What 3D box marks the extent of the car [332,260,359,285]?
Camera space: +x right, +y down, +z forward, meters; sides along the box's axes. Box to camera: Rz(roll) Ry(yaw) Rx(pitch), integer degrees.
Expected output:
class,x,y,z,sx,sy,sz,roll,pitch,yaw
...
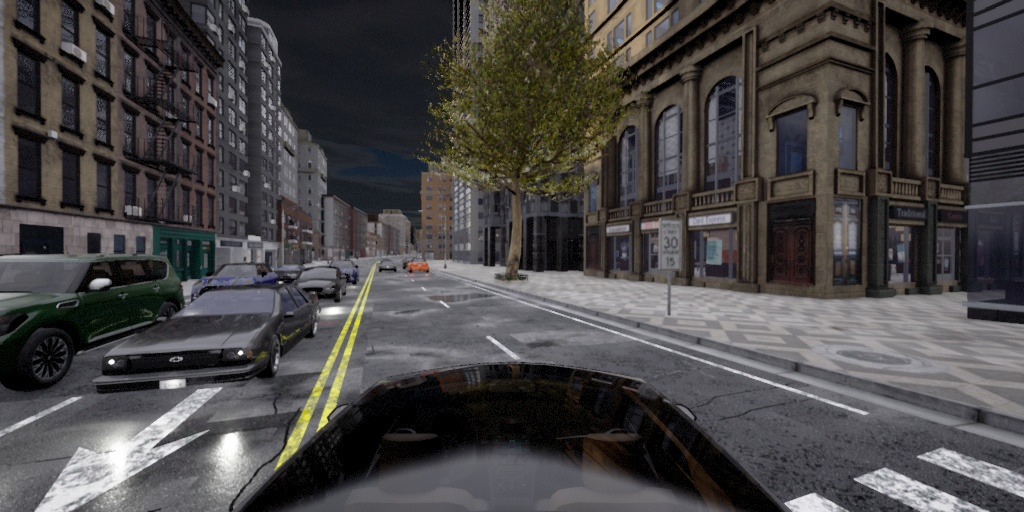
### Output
class,x,y,z,sx,sy,sz,roll,pitch,yaw
car,-12.045,1.058,25.426,2.097,1.767,4.553,0,0,-20

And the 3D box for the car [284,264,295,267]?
class,x,y,z,sx,sy,sz,roll,pitch,yaw
car,-15.257,1.253,24.732,2.033,1.411,5.357,0,0,-21

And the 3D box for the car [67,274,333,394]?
class,x,y,z,sx,sy,sz,roll,pitch,yaw
car,-5.273,1.292,7.253,2.033,1.411,5.357,0,0,-18

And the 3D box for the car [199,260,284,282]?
class,x,y,z,sx,sy,sz,roll,pitch,yaw
car,-11.952,1.082,15.808,2.097,1.767,4.553,0,0,-20

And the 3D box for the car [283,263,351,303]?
class,x,y,z,sx,sy,sz,roll,pitch,yaw
car,-8.694,1.235,16.374,1.837,1.490,4.892,0,0,-20

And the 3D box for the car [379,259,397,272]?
class,x,y,z,sx,sy,sz,roll,pitch,yaw
car,-14.914,1.200,43.011,1.994,1.385,4.181,0,0,-20

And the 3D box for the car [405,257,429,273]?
class,x,y,z,sx,sy,sz,roll,pitch,yaw
car,-10.899,1.000,41.482,2.097,1.767,4.553,0,0,-20

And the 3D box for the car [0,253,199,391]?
class,x,y,z,sx,sy,sz,roll,pitch,yaw
car,-8.572,0.966,6.705,2.150,2.045,5.566,0,0,-20

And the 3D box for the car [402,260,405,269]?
class,x,y,z,sx,sy,sz,roll,pitch,yaw
car,-14.441,0.951,50.936,2.097,1.767,4.553,0,0,-20
